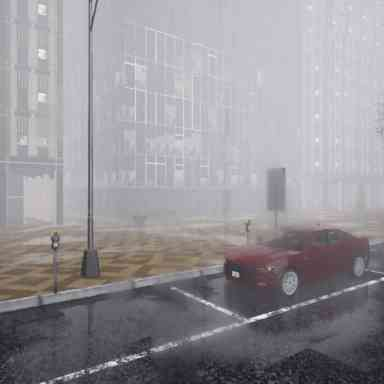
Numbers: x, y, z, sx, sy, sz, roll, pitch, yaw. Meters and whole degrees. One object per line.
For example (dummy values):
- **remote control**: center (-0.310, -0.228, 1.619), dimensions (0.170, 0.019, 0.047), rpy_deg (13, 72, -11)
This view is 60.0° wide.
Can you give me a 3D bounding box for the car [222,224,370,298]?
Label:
- **car**: center (2.783, 1.545, 8.523), dimensions (4.507, 1.381, 1.887), rpy_deg (0, 0, -35)
